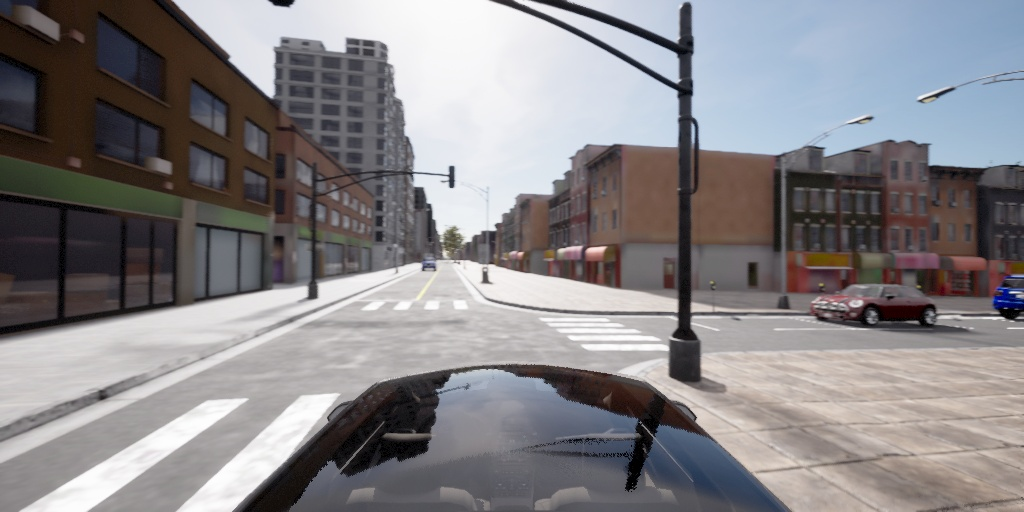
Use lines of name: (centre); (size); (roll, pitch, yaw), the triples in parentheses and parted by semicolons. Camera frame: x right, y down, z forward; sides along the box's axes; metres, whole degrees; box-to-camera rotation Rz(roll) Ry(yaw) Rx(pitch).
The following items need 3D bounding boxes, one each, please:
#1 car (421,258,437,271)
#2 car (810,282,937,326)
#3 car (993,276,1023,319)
car: (-12.955, 1.271, 56.225); (2.150, 2.045, 5.566); (1, -1, -10)
car: (14.044, 1.814, 14.051); (4.097, 1.591, 1.967); (0, 0, -10)
car: (24.889, 1.960, 16.110); (5.566, 2.045, 2.150); (2, -1, -10)
